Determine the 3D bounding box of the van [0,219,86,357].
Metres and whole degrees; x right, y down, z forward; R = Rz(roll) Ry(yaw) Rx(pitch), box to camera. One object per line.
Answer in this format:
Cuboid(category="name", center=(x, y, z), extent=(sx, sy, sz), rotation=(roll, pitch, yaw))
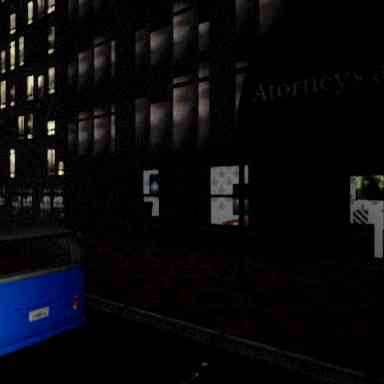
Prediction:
Cuboid(category="van", center=(-3.474, 1.337, 5.369), extent=(3.998, 1.788, 1.690), rotation=(0, 0, 36))
